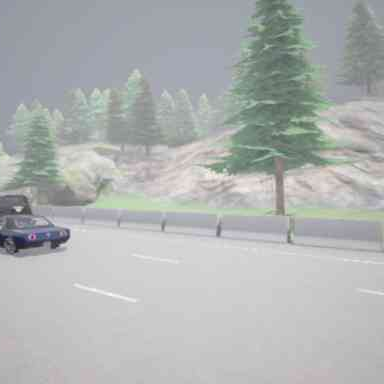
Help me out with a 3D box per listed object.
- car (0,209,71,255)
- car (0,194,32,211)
[{"bbox_3d":[-7.039,1.585,13.315,4.718,1.301,1.895,0,0,36],"label":"car"},{"bbox_3d":[-12.627,1.152,21.603,5.566,2.045,2.150,1,0,36],"label":"car"}]
